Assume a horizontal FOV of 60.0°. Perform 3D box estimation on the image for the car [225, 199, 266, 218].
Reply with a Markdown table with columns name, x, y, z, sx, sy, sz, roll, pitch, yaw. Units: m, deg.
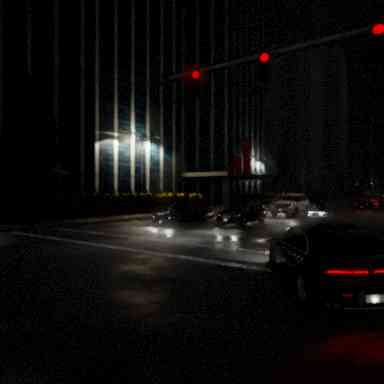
| name | x | y | z | sx | sy | sz | roll | pitch | yaw |
| --- | --- | --- | --- | --- | --- | --- | --- | --- | --- |
| car | 5.137 | 1.473 | 31.221 | 1.837 | 1.490 | 4.892 | 0 | 0 | 35 |

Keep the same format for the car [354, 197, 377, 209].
| name | x | y | z | sx | sy | sz | roll | pitch | yaw |
| --- | --- | --- | --- | --- | --- | --- | --- | --- | --- |
| car | 22.734 | 1.585 | 43.848 | 1.895 | 1.301 | 4.718 | 0 | 0 | 35 |

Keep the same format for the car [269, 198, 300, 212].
| name | x | y | z | sx | sy | sz | roll | pitch | yaw |
| --- | --- | --- | --- | --- | --- | --- | --- | --- | --- |
| car | 11.118 | 1.459 | 39.763 | 2.128 | 1.511 | 4.902 | 0 | 0 | 35 |

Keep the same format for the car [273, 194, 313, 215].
| name | x | y | z | sx | sy | sz | roll | pitch | yaw |
| --- | --- | --- | --- | --- | --- | --- | --- | --- | --- |
| car | 9.157 | 1.198 | 30.861 | 2.150 | 2.045 | 5.566 | 0 | 0 | 35 |

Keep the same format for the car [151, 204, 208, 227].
| name | x | y | z | sx | sy | sz | roll | pitch | yaw |
| --- | --- | --- | --- | --- | --- | --- | --- | --- | --- |
| car | -0.491 | 1.516 | 23.164 | 2.033 | 1.411 | 5.357 | 0 | 0 | 35 |

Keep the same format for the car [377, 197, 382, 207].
| name | x | y | z | sx | sy | sz | roll | pitch | yaw |
| --- | --- | --- | --- | --- | --- | --- | --- | --- | --- |
| car | 28.453 | 1.462 | 52.035 | 1.882 | 1.535 | 5.008 | 0 | 0 | 35 |

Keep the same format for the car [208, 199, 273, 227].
| name | x | y | z | sx | sy | sz | roll | pitch | yaw |
| --- | --- | --- | --- | --- | --- | --- | --- | --- | --- |
| car | 3.458 | 1.468 | 22.711 | 2.128 | 1.511 | 4.902 | 0 | 0 | 35 |

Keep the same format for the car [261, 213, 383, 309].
| name | x | y | z | sx | sy | sz | roll | pitch | yaw |
| --- | --- | --- | --- | --- | --- | --- | --- | --- | --- |
| car | 3.095 | 1.502 | 7.883 | 1.837 | 1.490 | 4.892 | -3 | 0 | 2 |

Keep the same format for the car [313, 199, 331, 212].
| name | x | y | z | sx | sy | sz | roll | pitch | yaw |
| --- | --- | --- | --- | --- | --- | --- | --- | --- | --- |
| car | 14.938 | 1.540 | 39.112 | 1.994 | 1.385 | 4.181 | 0 | 0 | 35 |
